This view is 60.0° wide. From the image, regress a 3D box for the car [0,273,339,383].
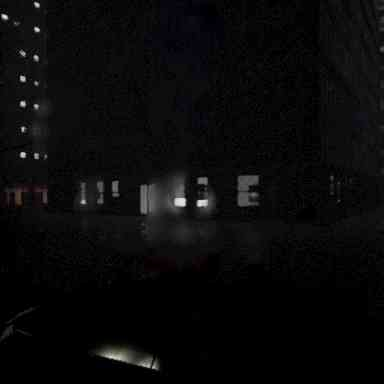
[{"bbox_3d":[-0.743,1.567,3.493,4.313,1.339,1.947,0,0,36],"label":"car"}]
